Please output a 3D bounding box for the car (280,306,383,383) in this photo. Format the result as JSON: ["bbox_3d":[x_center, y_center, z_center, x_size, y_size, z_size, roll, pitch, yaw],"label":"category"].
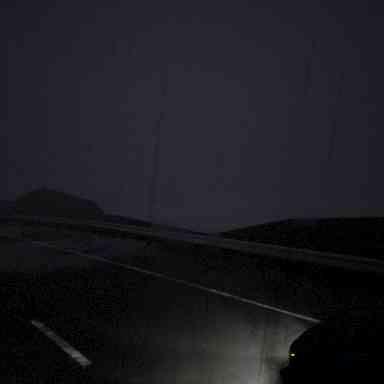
[{"bbox_3d":[3.256,1.515,1.951,2.033,1.411,5.357,-1,0,-42],"label":"car"}]
